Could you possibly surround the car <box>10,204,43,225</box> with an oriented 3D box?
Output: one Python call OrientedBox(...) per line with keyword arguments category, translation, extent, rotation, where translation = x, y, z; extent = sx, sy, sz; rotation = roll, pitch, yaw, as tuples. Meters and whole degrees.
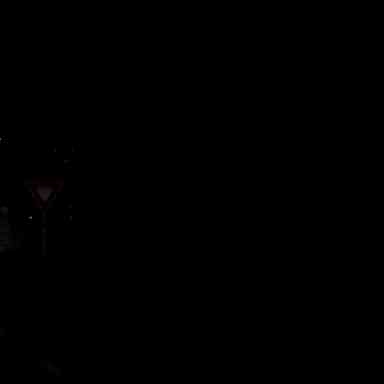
OrientedBox(category="car", translation=(-12.740, 1.641, 25.593), extent=(2.128, 1.511, 4.902), rotation=(0, 0, -33))
